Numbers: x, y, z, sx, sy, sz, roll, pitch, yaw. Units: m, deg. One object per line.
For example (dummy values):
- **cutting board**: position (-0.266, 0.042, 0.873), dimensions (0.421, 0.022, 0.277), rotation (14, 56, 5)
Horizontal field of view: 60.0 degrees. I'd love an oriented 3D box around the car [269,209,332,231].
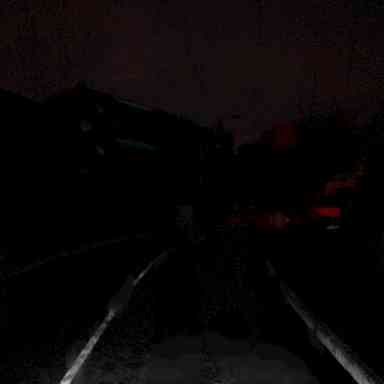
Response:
- **car**: position (7.547, 1.891, 22.974), dimensions (5.357, 1.411, 2.033), rotation (1, -3, -39)
